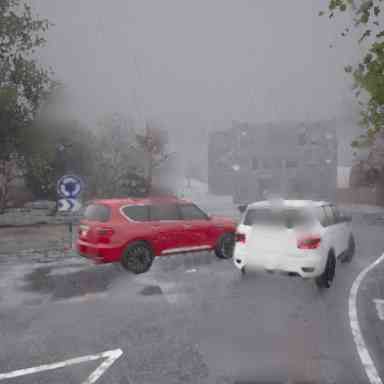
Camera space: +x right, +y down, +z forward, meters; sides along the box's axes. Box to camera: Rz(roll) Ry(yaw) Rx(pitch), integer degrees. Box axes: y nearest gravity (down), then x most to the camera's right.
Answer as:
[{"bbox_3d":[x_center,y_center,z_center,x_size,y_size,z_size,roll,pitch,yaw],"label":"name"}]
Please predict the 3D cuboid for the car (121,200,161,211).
[{"bbox_3d":[-6.547,1.657,42.564,4.718,1.301,1.895,0,0,21],"label":"car"}]

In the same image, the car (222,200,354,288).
[{"bbox_3d":[3.179,1.227,9.623,2.150,2.045,5.566,0,0,33],"label":"car"}]

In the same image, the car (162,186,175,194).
[{"bbox_3d":[-4.979,-0.285,69.352,2.150,2.045,5.566,0,5,4],"label":"car"}]

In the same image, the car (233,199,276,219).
[{"bbox_3d":[5.548,1.477,30.217,2.128,1.511,4.902,0,0,-12],"label":"car"}]

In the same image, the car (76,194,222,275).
[{"bbox_3d":[-0.841,1.224,10.776,5.566,2.045,2.150,0,1,-37],"label":"car"}]

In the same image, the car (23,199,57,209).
[{"bbox_3d":[-20.403,1.618,44.642,4.181,1.385,1.994,1,0,-22],"label":"car"}]
